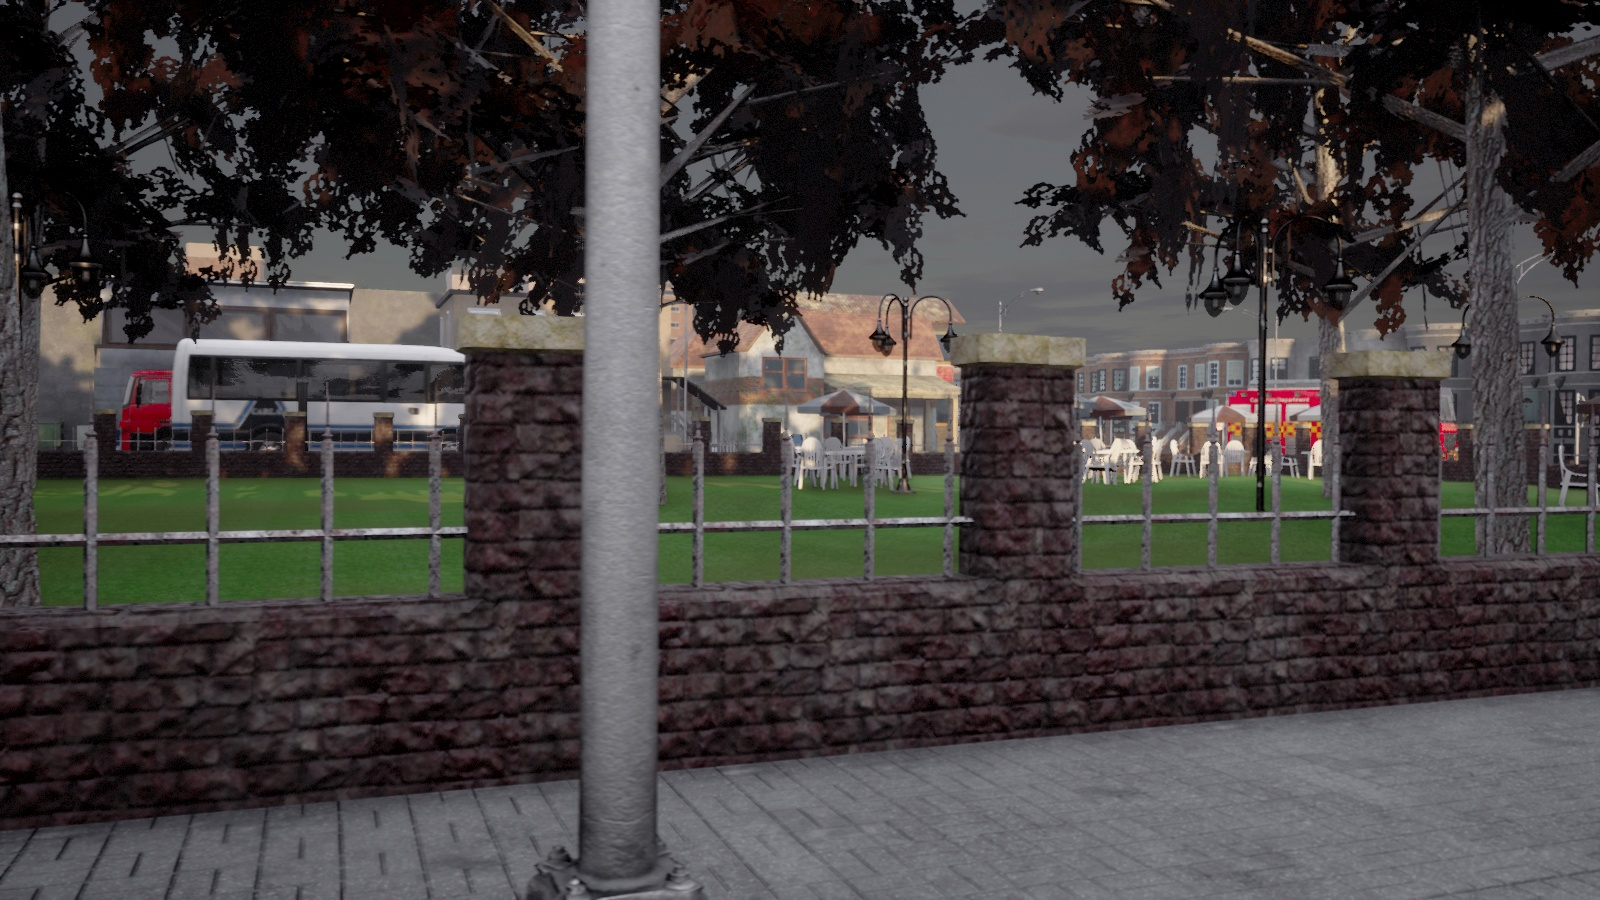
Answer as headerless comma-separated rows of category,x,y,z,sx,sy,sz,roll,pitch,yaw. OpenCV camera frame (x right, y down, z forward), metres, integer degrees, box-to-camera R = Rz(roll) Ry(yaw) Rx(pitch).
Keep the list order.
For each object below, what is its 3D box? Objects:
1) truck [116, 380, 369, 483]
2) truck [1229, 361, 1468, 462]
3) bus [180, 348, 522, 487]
truck,-19.612,-0.697,44.746,7.936,3.462,2.891,-1,1,-20
truck,22.288,-1.504,51.351,8.468,3.827,2.891,0,1,40
bus,-14.891,-1.108,42.233,10.273,4.253,3.944,-1,1,-21
